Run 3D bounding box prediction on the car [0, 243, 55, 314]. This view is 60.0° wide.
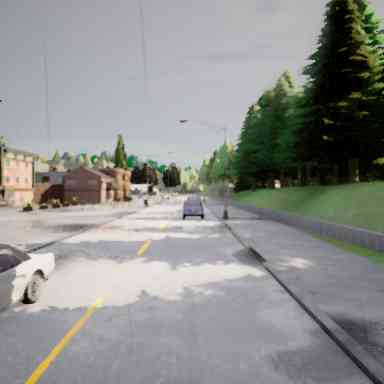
[{"bbox_3d":[-4.062,1.593,5.367,1.895,1.301,4.718,0,0,0],"label":"car"}]

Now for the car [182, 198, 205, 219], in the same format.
[{"bbox_3d":[0.107,1.508,28.375,2.033,1.411,5.357,0,0,0],"label":"car"}]

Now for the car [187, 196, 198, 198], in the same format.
[{"bbox_3d":[0.101,1.294,40.897,2.097,1.767,4.553,0,0,0],"label":"car"}]
